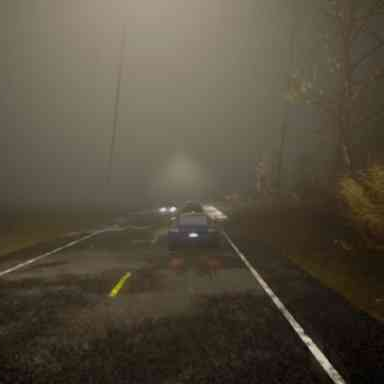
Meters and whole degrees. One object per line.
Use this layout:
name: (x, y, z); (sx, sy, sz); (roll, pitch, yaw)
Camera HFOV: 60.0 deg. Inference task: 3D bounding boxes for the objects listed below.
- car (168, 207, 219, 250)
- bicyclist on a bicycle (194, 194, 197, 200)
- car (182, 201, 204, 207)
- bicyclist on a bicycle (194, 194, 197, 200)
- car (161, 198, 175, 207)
car: (0.070, 1.575, 14.334); (1.994, 1.385, 4.181); (0, 0, 0)
bicyclist on a bicycle: (0.955, 1.441, 95.187); (0.659, 1.776, 1.843); (0, 0, 0)
car: (0.073, 1.549, 30.068); (1.812, 1.442, 4.674); (0, 0, 0)
bicyclist on a bicycle: (0.951, 1.504, 86.189); (0.866, 1.612, 1.509); (0, 0, 0)
car: (-3.586, 1.640, 50.916); (1.895, 1.301, 4.718); (0, 0, 0)
